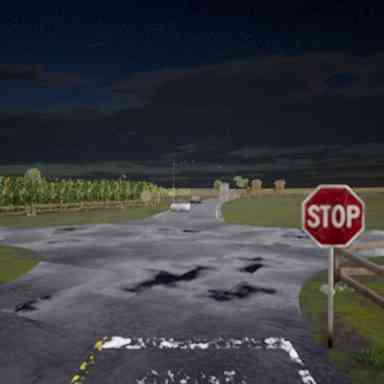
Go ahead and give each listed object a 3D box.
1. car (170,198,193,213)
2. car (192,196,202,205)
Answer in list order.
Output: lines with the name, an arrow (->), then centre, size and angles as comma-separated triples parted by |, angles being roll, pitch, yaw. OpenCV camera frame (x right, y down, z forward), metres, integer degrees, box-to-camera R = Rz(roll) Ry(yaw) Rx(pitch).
car -> -1.311, 1.594, 37.684 | 1.895, 1.301, 4.718 | 0, 0, 4
car -> 0.710, 1.445, 58.669 | 1.882, 1.535, 5.008 | 0, 0, 7
